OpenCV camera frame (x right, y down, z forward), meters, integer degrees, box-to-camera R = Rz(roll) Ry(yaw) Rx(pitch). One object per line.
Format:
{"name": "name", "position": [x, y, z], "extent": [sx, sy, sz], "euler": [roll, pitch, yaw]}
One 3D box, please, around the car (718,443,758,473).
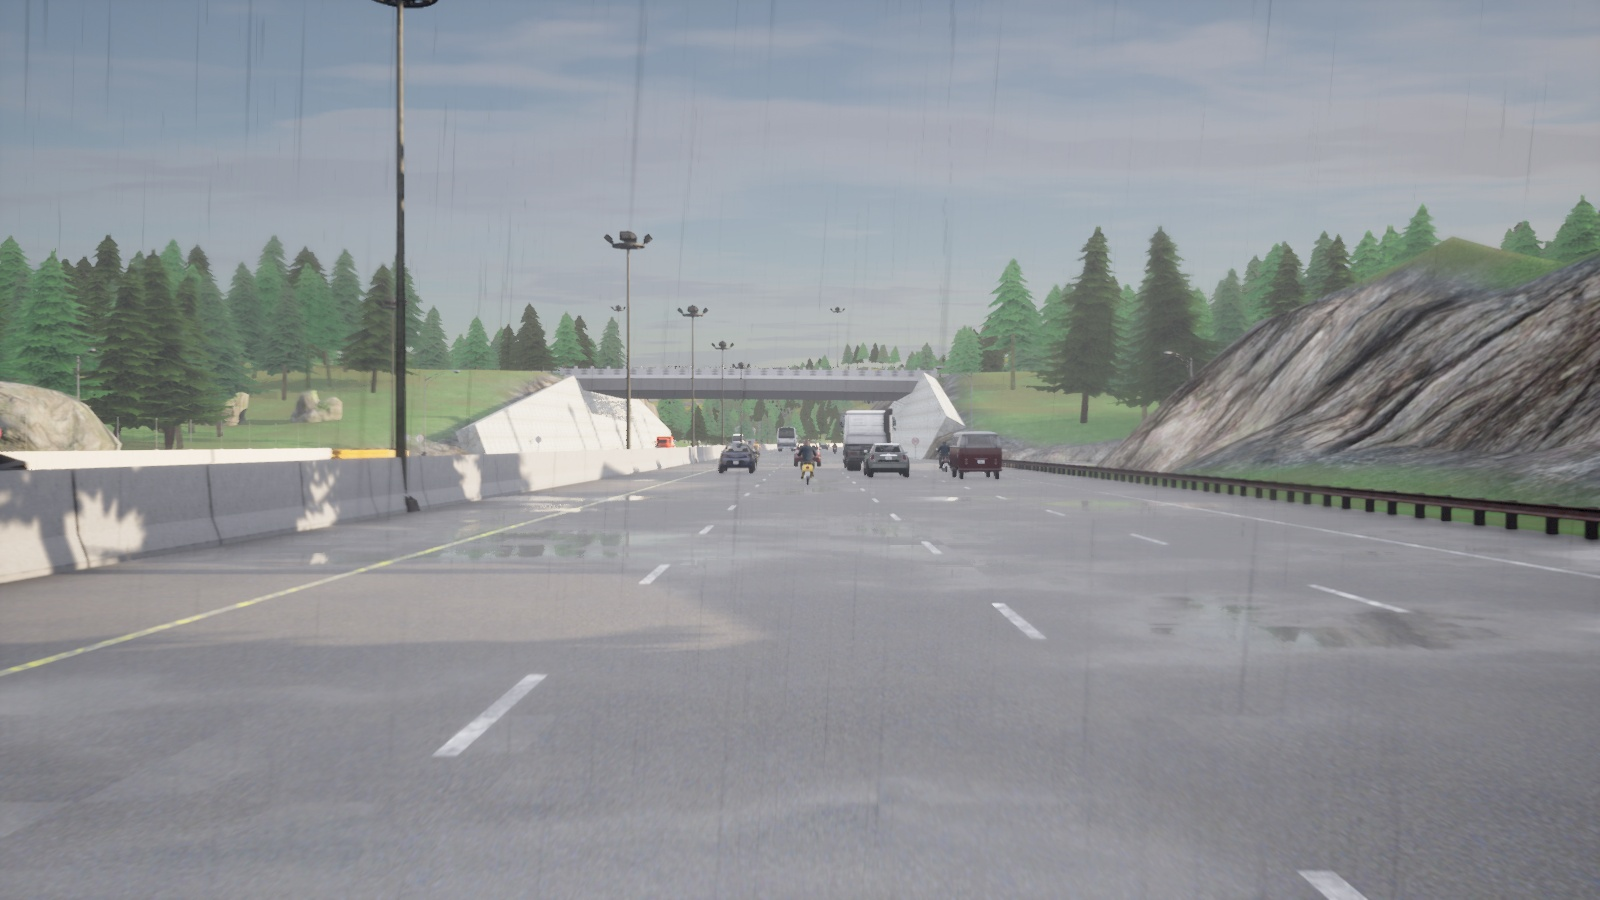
{"name": "car", "position": [-3.122, 0.399, 63.668], "extent": [1.816, 1.474, 4.193], "euler": [0, 0, 0]}

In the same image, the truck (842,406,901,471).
{"name": "truck", "position": [3.915, -0.627, 70.091], "extent": [2.891, 3.462, 7.936], "euler": [0, 0, 0]}

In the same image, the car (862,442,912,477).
{"name": "car", "position": [3.834, 0.399, 56.000], "extent": [1.970, 1.475, 3.806], "euler": [0, 0, 0]}

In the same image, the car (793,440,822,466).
{"name": "car", "position": [0.477, 0.188, 81.024], "extent": [1.851, 1.617, 3.988], "euler": [0, 0, 0]}

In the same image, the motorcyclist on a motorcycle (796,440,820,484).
{"name": "motorcyclist on a motorcycle", "position": [0.278, 0.439, 46.261], "extent": [0.866, 1.590, 1.817], "euler": [0, 0, 0]}

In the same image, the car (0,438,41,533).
{"name": "car", "position": [-13.877, 0.575, 19.010], "extent": [2.007, 1.525, 4.514], "euler": [0, 0, 0]}

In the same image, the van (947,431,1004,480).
{"name": "van", "position": [7.316, 0.209, 52.753], "extent": [1.775, 1.987, 4.442], "euler": [0, 0, 0]}
